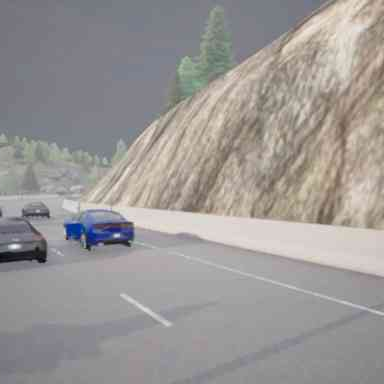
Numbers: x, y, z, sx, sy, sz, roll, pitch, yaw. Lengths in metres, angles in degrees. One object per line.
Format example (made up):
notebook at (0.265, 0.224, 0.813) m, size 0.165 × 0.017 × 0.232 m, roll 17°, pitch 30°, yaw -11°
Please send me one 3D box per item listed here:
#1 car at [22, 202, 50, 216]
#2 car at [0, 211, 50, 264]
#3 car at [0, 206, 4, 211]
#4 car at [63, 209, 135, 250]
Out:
car at (-13.920, 1.579, 29.630) m, size 1.994 × 1.385 × 4.181 m, roll 0°, pitch 0°, yaw -30°
car at (-6.308, 1.571, 11.389) m, size 1.994 × 1.385 × 4.181 m, roll 0°, pitch 0°, yaw -34°
car at (-16.181, 1.510, 26.565) m, size 2.128 × 1.511 × 4.902 m, roll 0°, pitch 0°, yaw -31°
car at (-4.195, 1.482, 14.505) m, size 1.882 × 1.535 × 5.008 m, roll 0°, pitch 0°, yaw -34°
